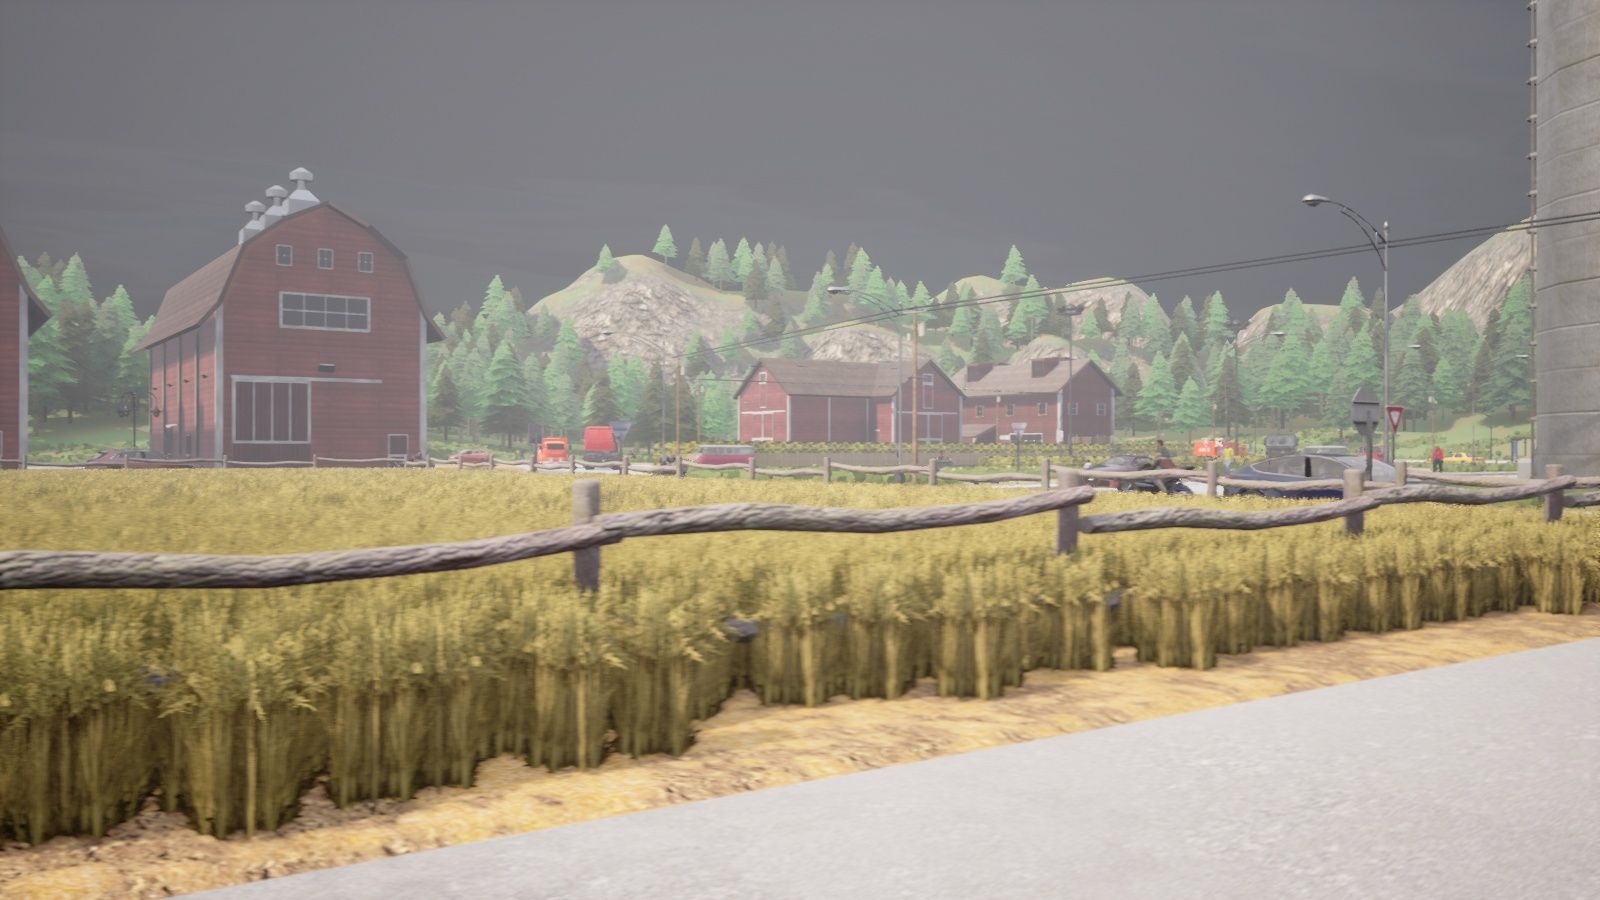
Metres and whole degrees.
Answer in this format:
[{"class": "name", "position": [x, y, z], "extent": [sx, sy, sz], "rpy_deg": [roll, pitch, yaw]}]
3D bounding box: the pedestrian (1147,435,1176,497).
[{"class": "pedestrian", "position": [11.381, 0.502, 39.531], "extent": [0.788, 1.949, 0.423], "rpy_deg": [0, 0, 43]}]

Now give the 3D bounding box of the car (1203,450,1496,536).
[{"class": "car", "position": [10.558, 0.751, 24.473], "extent": [2.163, 1.488, 4.792], "rpy_deg": [0, 0, -35]}]

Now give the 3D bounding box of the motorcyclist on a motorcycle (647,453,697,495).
[{"class": "motorcyclist on a motorcycle", "position": [-4.726, 0.873, 46.319], "extent": [0.866, 1.530, 2.191], "rpy_deg": [0, 0, -35]}]

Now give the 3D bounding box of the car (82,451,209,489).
[{"class": "car", "position": [-29.936, 0.875, 57.482], "extent": [4.856, 1.649, 2.033], "rpy_deg": [0, 0, -38]}]

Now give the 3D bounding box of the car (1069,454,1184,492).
[{"class": "car", "position": [12.370, 0.842, 47.539], "extent": [4.181, 1.385, 1.994], "rpy_deg": [0, 0, -36]}]

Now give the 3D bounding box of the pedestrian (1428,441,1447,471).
[{"class": "pedestrian", "position": [39.069, 0.380, 76.961], "extent": [0.899, 1.844, 0.634], "rpy_deg": [0, 0, -35]}]

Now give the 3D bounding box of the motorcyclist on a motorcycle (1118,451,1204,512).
[{"class": "motorcyclist on a motorcycle", "position": [9.365, 0.803, 32.694], "extent": [0.866, 1.530, 2.191], "rpy_deg": [0, 0, -28]}]

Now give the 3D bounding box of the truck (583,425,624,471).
[{"class": "truck", "position": [-15.404, -0.162, 97.898], "extent": [2.891, 3.462, 7.936], "rpy_deg": [0, 0, -11]}]

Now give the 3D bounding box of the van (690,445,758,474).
[{"class": "van", "position": [-5.407, 0.651, 89.306], "extent": [4.442, 1.987, 1.775], "rpy_deg": [0, 0, -21]}]

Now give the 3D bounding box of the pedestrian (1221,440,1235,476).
[{"class": "pedestrian", "position": [22.138, 0.423, 64.901], "extent": [0.706, 1.836, 0.354], "rpy_deg": [0, 0, -37]}]
